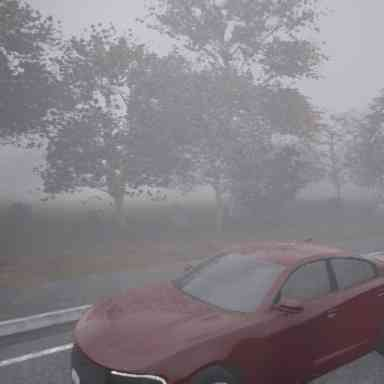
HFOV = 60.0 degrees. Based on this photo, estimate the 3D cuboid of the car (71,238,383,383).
[{"bbox_3d":[1.030,1.444,4.428,5.008,1.535,1.882,0,0,-33],"label":"car"}]
